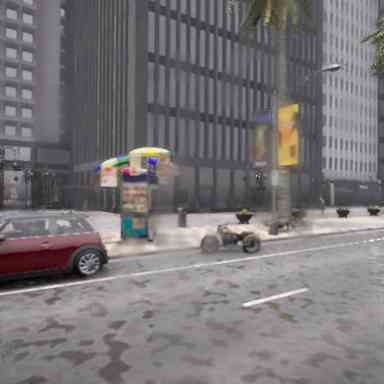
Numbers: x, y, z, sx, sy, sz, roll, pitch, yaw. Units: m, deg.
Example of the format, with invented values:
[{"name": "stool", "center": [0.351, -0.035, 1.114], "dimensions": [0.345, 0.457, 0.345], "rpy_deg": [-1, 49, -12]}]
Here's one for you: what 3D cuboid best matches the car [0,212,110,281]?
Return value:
[{"name": "car", "center": [-4.601, 1.363, 8.694], "dimensions": [4.553, 1.767, 2.185], "rpy_deg": [1, 0, -35]}]
